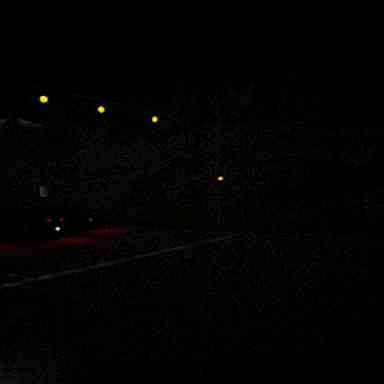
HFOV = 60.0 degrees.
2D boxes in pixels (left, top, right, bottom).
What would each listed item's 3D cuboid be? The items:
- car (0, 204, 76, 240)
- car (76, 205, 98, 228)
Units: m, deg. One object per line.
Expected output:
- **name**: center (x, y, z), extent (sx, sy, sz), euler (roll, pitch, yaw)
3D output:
- **car**: center (-8.651, 1.537, 17.339), extent (4.892, 1.490, 1.837), euler (0, 0, 29)
- **car**: center (-8.257, 1.508, 21.095), extent (5.008, 1.535, 1.882), euler (0, 0, 28)
